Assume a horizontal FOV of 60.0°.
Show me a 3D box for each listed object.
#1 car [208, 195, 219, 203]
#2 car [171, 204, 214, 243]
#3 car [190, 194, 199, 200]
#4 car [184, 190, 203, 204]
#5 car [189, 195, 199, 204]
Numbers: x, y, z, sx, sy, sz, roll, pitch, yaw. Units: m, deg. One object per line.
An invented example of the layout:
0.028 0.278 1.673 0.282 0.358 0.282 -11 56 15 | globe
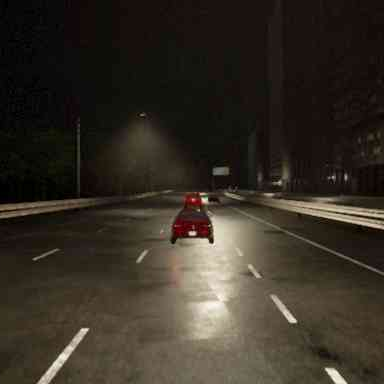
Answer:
4.023 1.261 62.787 1.882 1.535 5.008 0 0 1 | car
0.027 1.511 15.867 1.812 1.442 4.674 0 0 0 | car
0.649 1.102 77.898 1.994 1.385 4.181 0 1 1 | car
0.188 1.115 41.915 2.150 2.045 5.566 0 0 1 | car
0.385 1.319 59.869 1.837 1.490 4.892 0 0 1 | car
